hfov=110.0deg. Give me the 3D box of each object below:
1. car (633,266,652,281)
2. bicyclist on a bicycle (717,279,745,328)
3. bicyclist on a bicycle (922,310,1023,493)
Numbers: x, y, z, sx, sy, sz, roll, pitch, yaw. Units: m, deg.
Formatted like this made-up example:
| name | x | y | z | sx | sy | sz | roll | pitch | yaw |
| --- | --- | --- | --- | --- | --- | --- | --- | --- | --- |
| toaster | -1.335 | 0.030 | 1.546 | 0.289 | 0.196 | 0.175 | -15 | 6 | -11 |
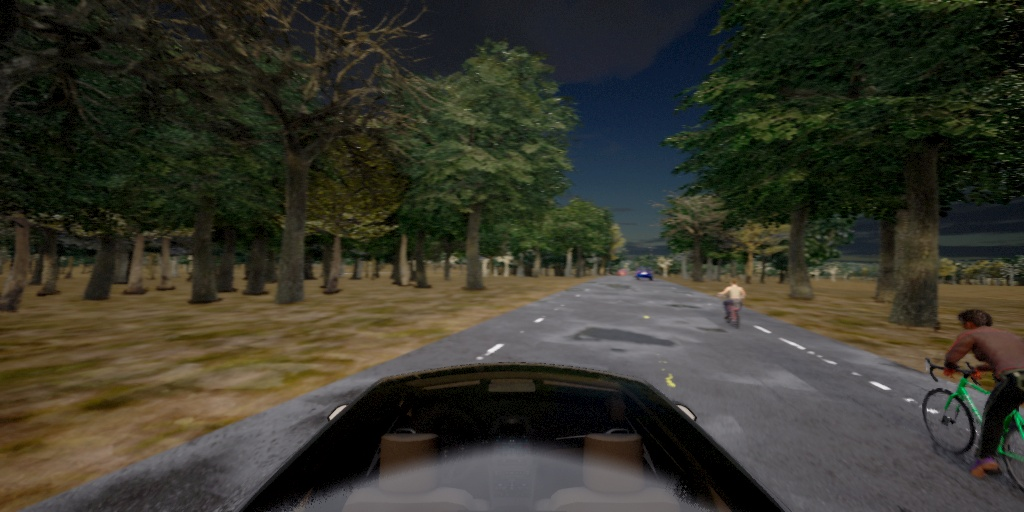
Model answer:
| name | x | y | z | sx | sy | sz | roll | pitch | yaw |
| --- | --- | --- | --- | --- | --- | --- | --- | --- | --- |
| car | 19.914 | 2.620 | 54.084 | 2.150 | 2.045 | 5.566 | 2 | -1 | 18 |
| bicyclist on a bicycle | 7.454 | 1.563 | 12.123 | 0.866 | 1.612 | 1.509 | 2 | -1 | 18 |
| bicyclist on a bicycle | 4.754 | 1.380 | 3.576 | 0.582 | 1.620 | 1.656 | 2 | -1 | 18 |
